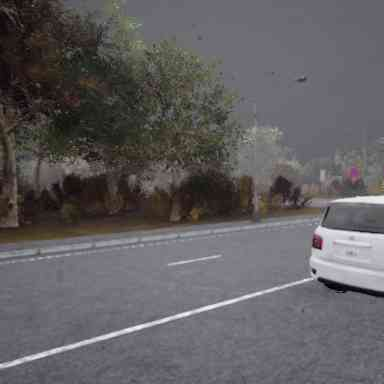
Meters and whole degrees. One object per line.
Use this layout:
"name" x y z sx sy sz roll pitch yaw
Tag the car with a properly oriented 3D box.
"car" 4.911 1.063 7.248 5.566 2.045 2.150 -2 1 -35
